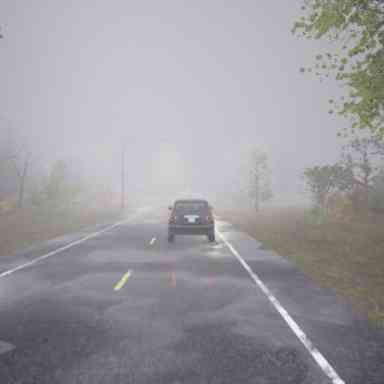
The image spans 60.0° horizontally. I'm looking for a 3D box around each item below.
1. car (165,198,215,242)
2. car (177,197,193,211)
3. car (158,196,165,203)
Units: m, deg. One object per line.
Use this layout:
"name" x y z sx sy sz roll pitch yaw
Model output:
"car" -0.066 1.334 17.302 2.150 2.045 5.566 0 0 -1
"car" -1.025 1.628 45.170 2.097 1.767 4.553 0 0 -3
"car" -7.470 2.054 84.900 2.033 1.411 5.357 0 0 -5
